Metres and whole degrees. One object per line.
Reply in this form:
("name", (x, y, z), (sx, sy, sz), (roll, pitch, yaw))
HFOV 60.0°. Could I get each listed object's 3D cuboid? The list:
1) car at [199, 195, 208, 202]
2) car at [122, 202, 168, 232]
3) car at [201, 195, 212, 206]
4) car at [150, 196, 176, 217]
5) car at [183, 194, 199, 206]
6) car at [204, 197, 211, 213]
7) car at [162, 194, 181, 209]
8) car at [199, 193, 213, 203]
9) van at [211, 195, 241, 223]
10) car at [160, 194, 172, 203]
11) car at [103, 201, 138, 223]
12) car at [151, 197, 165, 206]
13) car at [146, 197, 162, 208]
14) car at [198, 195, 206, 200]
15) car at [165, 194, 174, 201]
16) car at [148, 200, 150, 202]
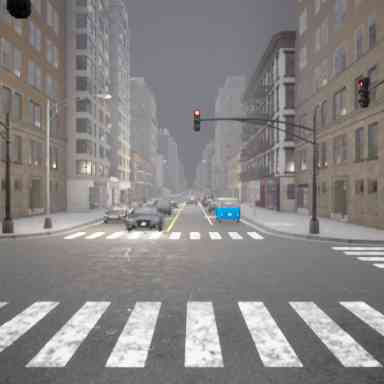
("car", (2.617, 1.490, 76.120), (2.008, 1.369, 4.403), (0, 0, 0))
("car", (-2.704, 1.554, 20.015), (1.994, 1.385, 4.181), (0, 0, -2))
("car", (2.624, 1.555, 47.714), (1.802, 1.307, 4.206), (0, 0, 0))
("car", (-2.855, 1.462, 31.957), (1.882, 1.535, 5.008), (0, 1, 0))
("car", (-0.015, 1.512, 54.701), (2.033, 1.411, 5.357), (0, 0, 0))
("car", (2.627, 1.564, 36.351), (1.802, 1.307, 4.206), (0, 0, 0))
("car", (-2.849, 1.478, 45.315), (1.837, 1.490, 4.892), (0, 0, 0))
("car", (2.623, 1.281, 53.396), (2.192, 1.841, 5.009), (0, 0, 0))
("van", (2.630, 1.329, 24.989), (1.690, 1.788, 3.998), (0, 0, 0))
("car", (-5.407, 1.261, 70.433), (2.192, 1.841, 5.009), (0, 0, 0))
("car", (-5.395, 1.538, 24.978), (2.008, 1.369, 4.403), (0, 0, 0))
("car", (-5.402, 1.532, 53.388), (1.947, 1.339, 4.313), (0, 0, 0))
("car", (-5.401, 1.498, 47.536), (1.752, 1.417, 4.829), (0, 0, 0))
("car", (2.614, 1.492, 87.483), (1.947, 1.339, 4.313), (0, 0, 0))
("car", (-5.410, 1.373, 81.796), (1.967, 1.590, 4.097), (0, 0, 0))
("car", (-5.397, 1.529, 30.660), (1.887, 1.381, 4.507), (0, 0, 0))
